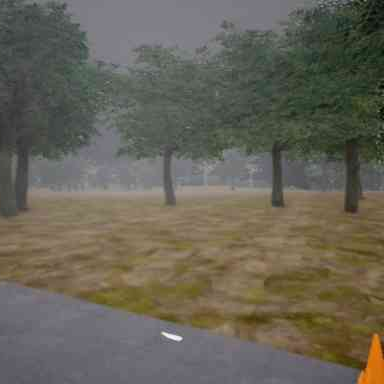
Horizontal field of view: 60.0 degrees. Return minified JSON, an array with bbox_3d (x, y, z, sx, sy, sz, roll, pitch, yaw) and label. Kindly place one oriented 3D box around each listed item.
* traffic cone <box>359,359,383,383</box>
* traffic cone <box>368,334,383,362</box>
[{"bbox_3d":[1.735,2.040,3.283,0.340,0.580,0.340,0,-1,33],"label":"traffic cone"},{"bbox_3d":[2.276,2.061,4.124,0.340,0.580,0.340,0,-1,33],"label":"traffic cone"}]
